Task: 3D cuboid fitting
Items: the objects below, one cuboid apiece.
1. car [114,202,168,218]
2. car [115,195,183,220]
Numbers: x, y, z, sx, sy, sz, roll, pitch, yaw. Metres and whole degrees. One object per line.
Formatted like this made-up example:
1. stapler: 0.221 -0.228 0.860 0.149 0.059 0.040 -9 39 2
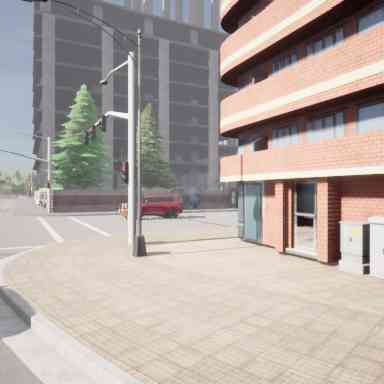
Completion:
1. car: -4.834 1.656 31.647 4.718 1.301 1.895 0 0 -27
2. car: -3.469 1.276 28.418 5.566 2.045 2.150 0 0 -27
